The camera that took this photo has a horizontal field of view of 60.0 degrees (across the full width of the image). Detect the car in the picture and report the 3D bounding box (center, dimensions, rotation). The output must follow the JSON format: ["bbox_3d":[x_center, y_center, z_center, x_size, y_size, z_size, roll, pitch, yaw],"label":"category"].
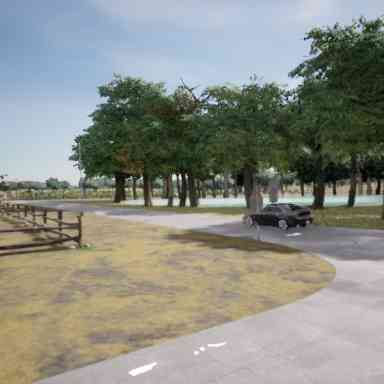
[{"bbox_3d":[5.267,1.494,20.967,1.837,1.490,4.892,-5,3,-33],"label":"car"}]
